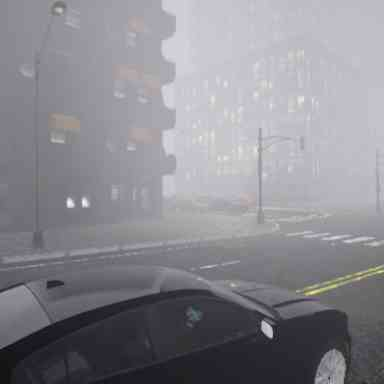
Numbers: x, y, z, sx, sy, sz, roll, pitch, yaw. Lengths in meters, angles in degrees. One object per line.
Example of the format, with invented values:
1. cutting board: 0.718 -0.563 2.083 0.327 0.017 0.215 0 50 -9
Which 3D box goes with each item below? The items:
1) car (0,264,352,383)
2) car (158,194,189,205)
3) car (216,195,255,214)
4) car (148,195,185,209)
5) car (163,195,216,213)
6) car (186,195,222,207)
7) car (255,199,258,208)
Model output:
1. car: -0.441 1.476 3.177 5.008 1.535 1.882 0 0 -36
2. car: -2.602 1.000 45.399 4.206 1.307 1.802 1 0 45
3. car: 3.352 1.238 31.325 4.181 1.385 1.994 1 1 45
4. car: -2.950 1.101 37.581 1.994 1.385 4.181 -1 1 -45
5. car: -0.428 1.175 31.322 4.829 1.417 1.752 1 0 45
6. car: 1.445 1.073 41.387 4.313 1.339 1.947 1 0 45
7. car: 5.306 1.029 37.675 4.097 1.590 1.967 1 0 45
